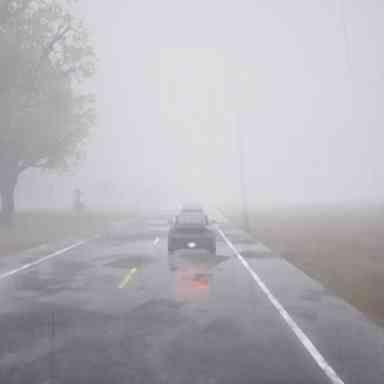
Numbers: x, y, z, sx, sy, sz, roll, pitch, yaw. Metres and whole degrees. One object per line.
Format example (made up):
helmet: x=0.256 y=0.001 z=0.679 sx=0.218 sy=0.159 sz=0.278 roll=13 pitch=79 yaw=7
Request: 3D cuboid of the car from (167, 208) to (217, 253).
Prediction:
car: x=0.003 y=1.649 z=14.312 sx=1.837 sy=1.490 sz=4.892 roll=0 pitch=0 yaw=0

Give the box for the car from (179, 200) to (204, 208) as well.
car: x=0.073 y=1.770 z=29.465 sx=1.882 sy=1.535 sz=5.008 roll=0 pitch=0 yaw=1

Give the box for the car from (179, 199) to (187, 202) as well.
car: x=-1.766 y=2.209 z=72.832 sx=1.837 sy=1.490 sz=4.892 roll=0 pitch=-1 yaw=4
